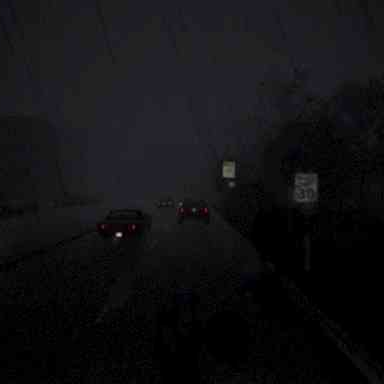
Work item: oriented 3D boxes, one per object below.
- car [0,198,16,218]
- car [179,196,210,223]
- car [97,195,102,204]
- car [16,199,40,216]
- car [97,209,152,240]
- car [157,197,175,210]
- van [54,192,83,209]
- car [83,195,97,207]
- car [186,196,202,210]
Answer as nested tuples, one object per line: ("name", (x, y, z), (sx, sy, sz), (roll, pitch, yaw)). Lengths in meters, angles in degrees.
("car", (-15.461, 1.189, 24.477), (2.185, 1.767, 4.553), (0, 0, 0))
("car", (0.149, 1.213, 24.015), (2.097, 1.767, 4.553), (0, 1, 0))
("car", (-15.491, 1.200, 52.138), (2.002, 1.452, 4.674), (-2, 0, 0))
("car", (-15.464, 1.323, 30.099), (2.002, 1.452, 4.674), (0, 0, 0))
("car", (-3.116, 1.505, 16.416), (1.895, 1.301, 4.718), (0, 0, 0))
("car", (-3.069, 1.318, 39.456), (2.033, 1.411, 5.357), (0, 0, 0))
("van", (-15.468, 0.996, 41.029), (1.878, 1.987, 4.442), (0, 0, 0))
("car", (-15.472, 1.220, 46.642), (2.163, 1.488, 4.792), (0, 0, 0))
("car", (0.183, 1.269, 40.689), (1.837, 1.490, 4.892), (0, 1, 0))
